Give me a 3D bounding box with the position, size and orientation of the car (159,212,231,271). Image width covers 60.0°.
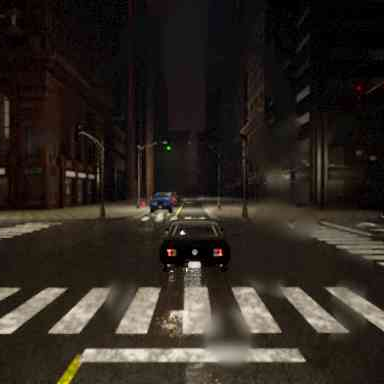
[{"bbox_3d":[0.091,1.580,10.831,1.895,1.301,4.718,0,0,0],"label":"car"}]

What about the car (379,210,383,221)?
[{"bbox_3d":[14.787,1.352,21.582,4.892,1.490,1.837,0,1,0],"label":"car"}]

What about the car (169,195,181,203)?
[{"bbox_3d":[-3.112,1.355,62.046,1.994,1.385,4.181,0,0,0],"label":"car"}]

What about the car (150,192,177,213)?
[{"bbox_3d":[-3.077,1.093,34.759,2.150,2.045,5.566,0,0,0],"label":"car"}]

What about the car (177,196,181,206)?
[{"bbox_3d":[-3.127,1.054,46.956,2.150,2.045,5.566,0,0,0],"label":"car"}]
